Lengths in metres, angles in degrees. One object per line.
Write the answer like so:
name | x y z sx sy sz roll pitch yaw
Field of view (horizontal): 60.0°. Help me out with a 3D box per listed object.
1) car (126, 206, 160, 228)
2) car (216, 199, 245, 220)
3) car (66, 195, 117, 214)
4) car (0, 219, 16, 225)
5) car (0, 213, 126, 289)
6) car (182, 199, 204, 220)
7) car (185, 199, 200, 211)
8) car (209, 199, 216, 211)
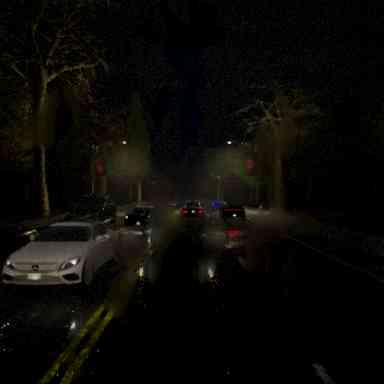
car | -3.327 1.649 22.841 1.895 1.301 4.718 0 0 0
car | 3.346 1.579 28.494 1.837 1.490 4.892 0 0 0
car | -6.579 1.264 22.404 2.150 2.045 5.566 0 1 0
car | -6.571 1.577 10.528 1.994 1.385 4.181 0 0 0
car | -3.322 1.536 9.359 1.812 1.442 4.674 0 0 0
car | 0.098 1.622 28.673 2.033 1.411 5.357 0 0 0
car | 0.095 1.664 43.925 1.837 1.490 4.892 0 0 0
car | 3.347 1.686 44.064 1.812 1.442 4.674 0 0 0
